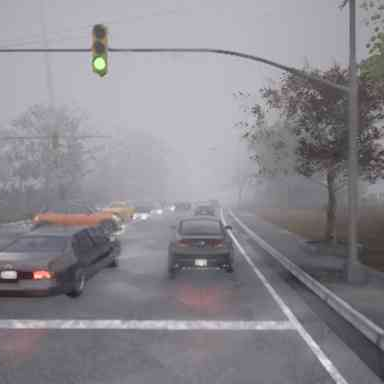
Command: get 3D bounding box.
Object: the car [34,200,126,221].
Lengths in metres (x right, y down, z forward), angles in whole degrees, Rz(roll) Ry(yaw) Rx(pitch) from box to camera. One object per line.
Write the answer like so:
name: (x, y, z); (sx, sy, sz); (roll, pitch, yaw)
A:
car: (-6.174, 1.411, 18.110); (4.553, 1.767, 2.097); (0, 0, -21)

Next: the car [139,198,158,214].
car: (-5.505, 1.691, 37.902); (1.994, 1.385, 4.181); (0, 0, 5)

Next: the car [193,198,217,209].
car: (1.262, 1.635, 32.096); (1.812, 1.442, 4.674); (0, 0, 4)

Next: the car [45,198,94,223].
car: (-9.757, 1.440, 26.885); (2.097, 1.767, 4.553); (0, 0, 3)

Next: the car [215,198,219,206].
car: (3.778, 1.728, 59.329); (1.812, 1.442, 4.674); (0, 0, 8)

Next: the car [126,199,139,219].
car: (-6.193, 1.571, 27.990); (1.882, 1.535, 5.008); (0, 0, 4)

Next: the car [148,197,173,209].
car: (-4.585, 1.652, 47.845); (2.128, 1.511, 4.902); (0, 0, 6)

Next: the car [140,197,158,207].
car: (-7.209, 1.692, 56.018); (1.837, 1.490, 4.892); (0, 0, 6)

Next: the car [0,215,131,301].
car: (-3.274, 1.576, 8.619); (2.033, 1.411, 5.357); (0, 0, 2)

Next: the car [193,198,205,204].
car: (1.483, 1.832, 68.402); (1.895, 1.301, 4.718); (0, 0, 8)

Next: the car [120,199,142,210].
car: (-8.308, 1.678, 45.768); (1.812, 1.442, 4.674); (0, 0, 6)

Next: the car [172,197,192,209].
car: (-1.103, 1.756, 45.891); (1.895, 1.301, 4.718); (0, 0, 6)

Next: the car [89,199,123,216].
car: (-9.171, 1.610, 35.855); (2.128, 1.511, 4.902); (0, 0, 4)

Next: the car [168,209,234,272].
car: (0.287, 1.544, 10.943); (1.837, 1.490, 4.892); (0, 0, 1)
